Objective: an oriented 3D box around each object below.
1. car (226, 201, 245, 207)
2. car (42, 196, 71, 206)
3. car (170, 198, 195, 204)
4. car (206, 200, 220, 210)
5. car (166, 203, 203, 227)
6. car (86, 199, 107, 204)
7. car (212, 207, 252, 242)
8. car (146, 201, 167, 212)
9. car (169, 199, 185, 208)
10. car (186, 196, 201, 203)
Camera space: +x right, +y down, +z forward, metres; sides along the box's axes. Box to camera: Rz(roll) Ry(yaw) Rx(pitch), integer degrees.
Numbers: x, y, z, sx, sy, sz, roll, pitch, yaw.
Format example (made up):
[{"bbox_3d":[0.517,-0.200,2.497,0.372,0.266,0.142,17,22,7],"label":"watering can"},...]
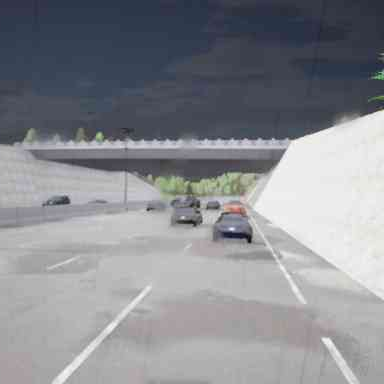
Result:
[{"bbox_3d":[4.758,1.728,36.542,2.097,1.767,4.553,0,-1,8],"label":"car"},{"bbox_3d":[-21.364,1.596,52.828,2.150,2.045,5.566,0,-1,8],"label":"car"},{"bbox_3d":[-1.298,1.886,44.623,2.128,1.511,4.902,0,-1,8],"label":"car"},{"bbox_3d":[3.349,1.996,51.977,2.128,1.511,4.902,0,0,8],"label":"car"},{"bbox_3d":[-0.342,1.791,25.172,1.994,1.385,4.181,0,-1,8],"label":"car"},{"bbox_3d":[-14.581,1.822,50.873,2.128,1.511,4.902,0,-1,8],"label":"car"},{"bbox_3d":[2.171,1.746,17.756,1.994,1.385,4.181,0,-1,8],"label":"car"},{"bbox_3d":[-4.723,1.911,44.672,2.033,1.411,5.357,0,-1,8],"label":"car"},{"bbox_3d":[-2.634,1.999,59.905,1.882,1.535,5.008,0,-1,8],"label":"car"},{"bbox_3d":[0.130,1.723,54.977,2.150,2.045,5.566,0,-1,8],"label":"car"}]
